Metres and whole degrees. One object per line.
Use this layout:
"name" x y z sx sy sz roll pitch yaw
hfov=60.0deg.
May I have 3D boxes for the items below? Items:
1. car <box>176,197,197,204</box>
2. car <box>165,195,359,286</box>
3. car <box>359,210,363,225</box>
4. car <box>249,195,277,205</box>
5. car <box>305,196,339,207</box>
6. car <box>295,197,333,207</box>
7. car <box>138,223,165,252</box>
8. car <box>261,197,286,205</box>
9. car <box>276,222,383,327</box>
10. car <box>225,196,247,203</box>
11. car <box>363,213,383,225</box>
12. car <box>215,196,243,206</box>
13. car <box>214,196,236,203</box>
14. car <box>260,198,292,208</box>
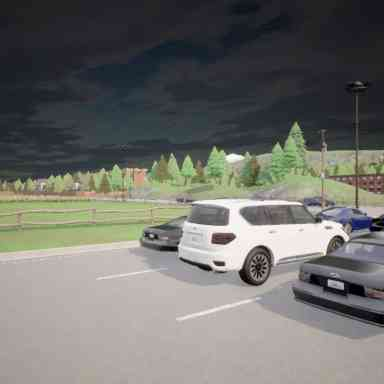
"car" -1.127 1.601 66.471 1.895 1.301 4.718 0 0 -36
"car" 2.240 1.221 9.662 5.566 2.045 2.150 0 0 -35
"car" 8.479 1.526 18.458 4.674 1.442 1.812 0 0 -36
"car" 12.670 1.352 59.415 2.097 1.767 4.553 0 0 -36
"car" 20.971 1.505 53.996 1.837 1.490 4.892 0 0 -36
"car" 18.703 1.547 51.164 2.033 1.411 5.357 0 0 -36
"car" 0.660 1.547 12.834 5.357 1.411 2.033 0 0 -36
"car" 15.159 1.564 61.963 1.994 1.385 4.181 0 0 -36
"car" 4.358 1.547 6.871 5.357 1.411 2.033 0 0 -36
"car" 9.284 1.595 70.087 1.895 1.301 4.718 0 0 -36
"car" 10.323 1.478 15.481 5.008 1.535 1.882 0 0 -35
"car" 6.199 1.478 56.384 1.882 1.535 5.008 0 0 -36
"car" 6.696 1.600 67.671 1.895 1.301 4.718 0 0 -36
"car" 12.191 1.564 48.206 1.994 1.385 4.181 0 0 -36
